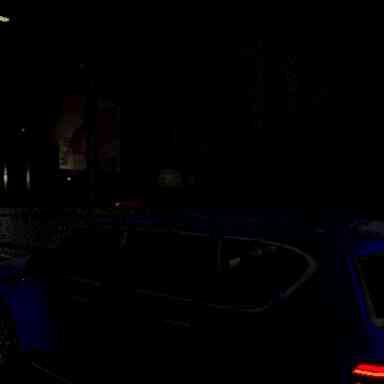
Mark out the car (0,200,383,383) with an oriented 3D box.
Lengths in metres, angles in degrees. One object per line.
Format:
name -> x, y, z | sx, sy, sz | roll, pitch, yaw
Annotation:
car -> -0.375, 1.227, 3.955 | 5.566, 2.045, 2.150 | 0, 0, 35

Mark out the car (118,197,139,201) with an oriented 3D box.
car -> -8.555, 1.438, 42.070 | 2.097, 1.767, 4.553 | 0, 0, 36
